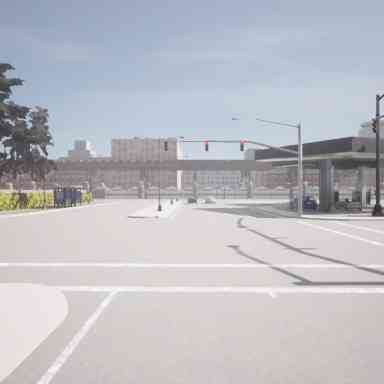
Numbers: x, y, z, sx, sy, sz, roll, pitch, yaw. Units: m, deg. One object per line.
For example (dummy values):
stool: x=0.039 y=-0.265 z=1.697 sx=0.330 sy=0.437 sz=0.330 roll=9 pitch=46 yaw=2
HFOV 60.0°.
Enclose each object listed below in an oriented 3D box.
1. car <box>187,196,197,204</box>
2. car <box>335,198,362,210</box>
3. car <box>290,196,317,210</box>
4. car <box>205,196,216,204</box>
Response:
car: x=0.061 y=1.547 z=64.454 sx=2.033 sy=1.411 sz=5.357 roll=0 pitch=0 yaw=0
car: x=18.994 y=1.456 z=40.524 sx=1.970 sy=1.475 sz=3.806 roll=0 pitch=0 yaw=0
car: x=13.248 y=1.295 z=39.767 sx=2.242 sy=1.667 sz=4.611 roll=0 pitch=0 yaw=0
car: x=3.561 y=1.526 z=64.451 sx=1.812 sy=1.442 sz=4.674 roll=0 pitch=0 yaw=0
